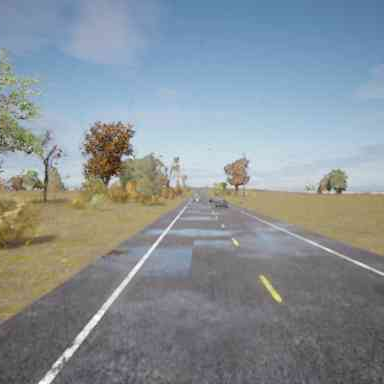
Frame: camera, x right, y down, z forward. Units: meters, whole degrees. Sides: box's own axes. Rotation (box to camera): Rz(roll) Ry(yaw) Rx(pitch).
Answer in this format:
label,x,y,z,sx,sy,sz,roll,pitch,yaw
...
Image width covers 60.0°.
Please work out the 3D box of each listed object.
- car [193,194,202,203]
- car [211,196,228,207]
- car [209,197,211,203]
label,x,y,z,sx,sy,sz,roll,pitch,yaw
car,1.203,1.538,73.046,2.128,1.511,4.902,1,0,1
car,4.430,1.545,50.845,2.128,1.511,4.902,1,0,1
car,4.681,1.605,71.741,1.994,1.385,4.181,1,0,1
